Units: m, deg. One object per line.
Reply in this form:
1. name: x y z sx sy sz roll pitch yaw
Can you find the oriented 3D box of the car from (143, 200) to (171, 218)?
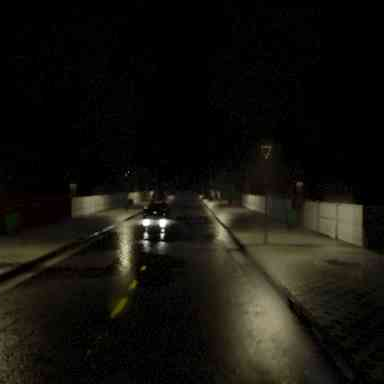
1. car: -2.756 1.329 26.784 1.994 1.385 4.181 0 0 0
